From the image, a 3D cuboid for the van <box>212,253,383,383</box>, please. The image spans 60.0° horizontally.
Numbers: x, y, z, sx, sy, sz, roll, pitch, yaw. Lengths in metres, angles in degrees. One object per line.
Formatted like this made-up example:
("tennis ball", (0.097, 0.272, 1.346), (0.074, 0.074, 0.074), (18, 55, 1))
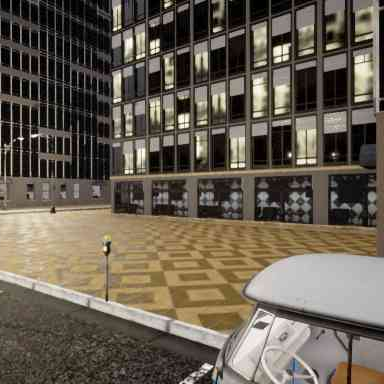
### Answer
("van", (1.918, 1.341, 1.510), (3.998, 1.788, 1.690), (0, 0, 35))
